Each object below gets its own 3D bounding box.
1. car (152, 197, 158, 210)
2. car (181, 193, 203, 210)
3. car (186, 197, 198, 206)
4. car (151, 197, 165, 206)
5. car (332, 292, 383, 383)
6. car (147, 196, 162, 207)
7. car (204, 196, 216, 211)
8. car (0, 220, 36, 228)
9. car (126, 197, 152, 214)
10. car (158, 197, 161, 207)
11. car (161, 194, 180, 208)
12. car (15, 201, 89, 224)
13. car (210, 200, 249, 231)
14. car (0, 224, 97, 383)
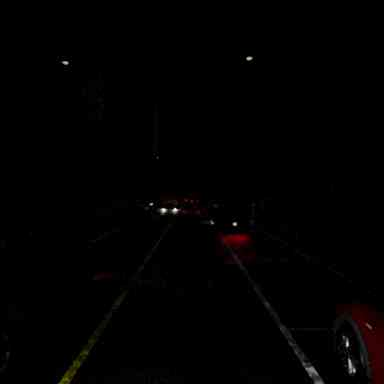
[{"bbox_3d":[-5.781,1.560,40.881,2.008,1.369,4.403,0,0,0],"label":"car"},{"bbox_3d":[0.017,1.235,44.231,2.150,2.045,5.566,0,0,1],"label":"car"},{"bbox_3d":[-0.024,1.582,56.048,1.994,1.385,4.181,0,0,0],"label":"car"},{"bbox_3d":[-5.788,1.544,57.082,1.752,1.417,4.829,0,0,0],"label":"car"},{"bbox_3d":[2.761,1.440,2.691,1.967,1.590,4.097,0,0,0],"label":"car"},{"bbox_3d":[-5.785,1.455,51.795,1.967,1.590,4.097,0,0,0],"label":"car"},{"bbox_3d":[2.745,1.535,41.057,1.752,1.417,4.829,0,0,0],"label":"car"},{"bbox_3d":[-5.766,1.581,8.139,1.802,1.307,4.206,0,0,0],"label":"car"},{"bbox_3d":[-5.778,1.447,35.424,1.967,1.590,4.097,0,0,0],"label":"car"},{"bbox_3d":[-5.783,1.557,46.338,1.887,1.381,4.507,0,0,0],"label":"car"},{"bbox_3d":[-3.101,1.490,47.328,1.882,1.535,5.008,0,0,0],"label":"car"},{"bbox_3d":[-5.769,1.315,13.596,2.192,1.841,5.009,0,0,0],"label":"car"},{"bbox_3d":[2.345,1.505,20.608,1.837,1.490,4.892,0,0,0],"label":"car"},{"bbox_3d":[-3.103,1.547,5.450,2.033,1.411,5.357,0,0,0],"label":"car"}]
